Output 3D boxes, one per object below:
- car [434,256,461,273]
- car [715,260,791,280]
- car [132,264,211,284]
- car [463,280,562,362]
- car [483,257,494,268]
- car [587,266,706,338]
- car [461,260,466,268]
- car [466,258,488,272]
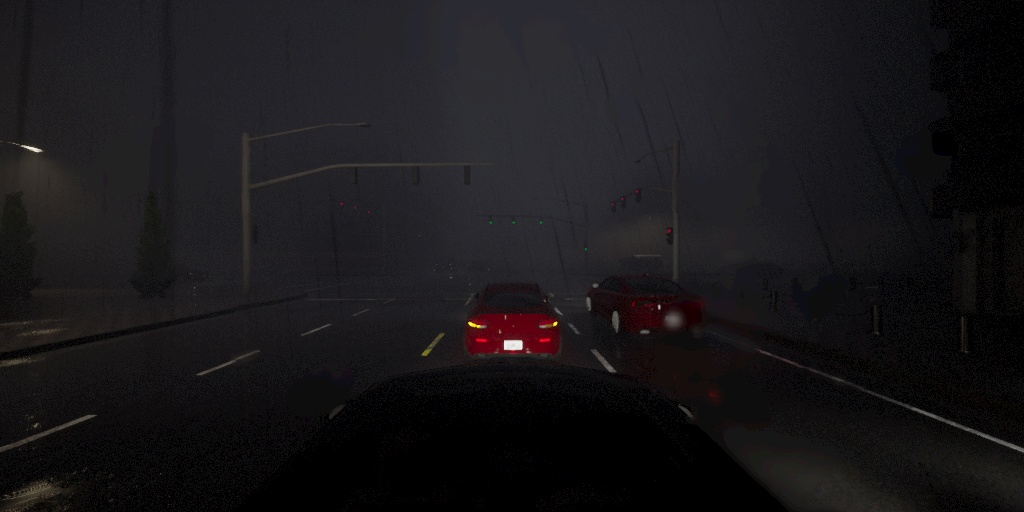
[{"bbox_3d":[-7.894,0.974,43.567,2.150,2.045,5.566,0,0,-1],"label":"car"},{"bbox_3d":[20.710,1.310,30.912,4.892,1.490,1.837,0,0,0],"label":"car"},{"bbox_3d":[-25.364,1.310,26.803,4.892,1.490,1.837,0,0,0],"label":"car"},{"bbox_3d":[0.008,1.276,8.119,1.812,1.442,4.674,0,0,0],"label":"car"},{"bbox_3d":[-4.596,1.275,61.593,1.812,1.442,4.674,0,0,0],"label":"car"},{"bbox_3d":[3.486,1.228,10.269,1.882,1.535,5.008,0,0,-1],"label":"car"},{"bbox_3d":[-7.967,1.314,57.046,1.994,1.385,4.181,0,0,-1],"label":"car"},{"bbox_3d":[-4.403,1.276,45.279,1.812,1.442,4.674,0,0,-1],"label":"car"}]
